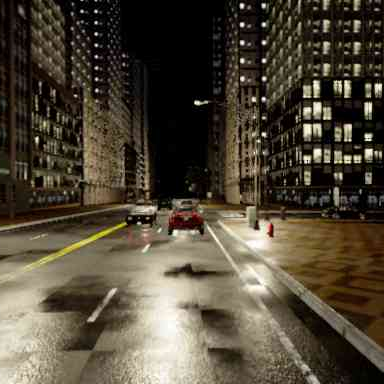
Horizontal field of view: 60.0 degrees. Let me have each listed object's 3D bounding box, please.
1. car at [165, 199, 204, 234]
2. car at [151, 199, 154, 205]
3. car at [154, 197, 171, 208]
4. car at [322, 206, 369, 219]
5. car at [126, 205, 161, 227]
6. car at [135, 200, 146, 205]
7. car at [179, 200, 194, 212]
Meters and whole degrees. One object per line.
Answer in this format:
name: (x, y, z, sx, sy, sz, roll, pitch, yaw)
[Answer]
car: (-0.364, 1.564, 20.969, 2.097, 1.767, 4.553, 0, 0, -1)
car: (-7.824, 2.256, 72.545, 1.882, 1.535, 5.008, 0, -1, -1)
car: (-4.121, 1.767, 51.181, 2.150, 2.045, 5.566, 0, -1, -1)
car: (15.261, 2.041, 33.192, 4.403, 1.369, 2.008, 0, 0, -2)
car: (-3.678, 1.878, 25.090, 1.895, 1.301, 4.718, 0, -1, -1)
car: (-11.072, 2.342, 72.490, 2.033, 1.411, 5.357, 0, -1, -1)
car: (-0.754, 1.904, 45.255, 1.882, 1.535, 5.008, 0, -1, -1)
